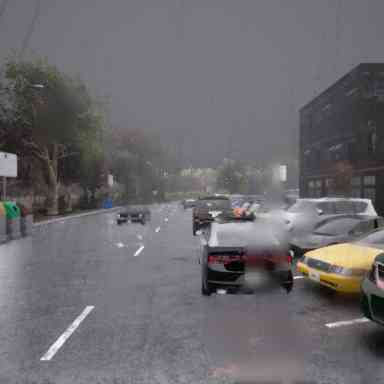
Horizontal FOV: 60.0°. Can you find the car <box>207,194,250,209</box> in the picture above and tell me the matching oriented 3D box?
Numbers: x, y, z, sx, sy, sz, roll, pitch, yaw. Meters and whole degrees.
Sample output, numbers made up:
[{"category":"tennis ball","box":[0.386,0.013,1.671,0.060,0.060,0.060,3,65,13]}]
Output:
[{"category":"car","box":[5.187,1.330,47.160,5.566,2.045,2.435,1,0,-20]}]

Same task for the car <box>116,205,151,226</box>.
[{"category":"car","box":[-4.108,1.632,23.930,1.895,1.301,4.718,0,0,0]}]

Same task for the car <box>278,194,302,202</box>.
[{"category":"car","box":[23.616,1.440,80.383,2.435,2.045,5.566,0,-1,-22]}]

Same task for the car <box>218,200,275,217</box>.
[{"category":"car","box":[5.238,1.538,32.122,5.008,1.535,2.097,1,0,-20]}]

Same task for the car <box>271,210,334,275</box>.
[{"category":"car","box":[5.269,1.523,11.085,4.792,1.488,2.163,1,0,-20]}]

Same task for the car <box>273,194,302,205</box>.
[{"category":"car","box":[18.077,1.384,63.214,2.435,2.045,5.566,0,1,-22]}]

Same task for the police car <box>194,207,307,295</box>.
[{"category":"police car","box":[1.145,1.431,8.892,1.930,1.638,5.238,0,0,0]}]

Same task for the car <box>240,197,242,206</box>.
[{"category":"car","box":[5.248,1.382,20.101,4.553,1.767,2.185,1,0,-20]}]

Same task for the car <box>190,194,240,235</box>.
[{"category":"car","box":[1.119,1.245,18.813,2.150,2.045,5.566,0,0,0]}]

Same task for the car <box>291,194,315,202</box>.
[{"category":"car","box":[26.676,1.441,80.434,2.435,2.045,5.566,1,-1,-22]}]

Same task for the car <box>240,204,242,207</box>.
[{"category":"car","box":[5.261,1.532,17.086,4.792,1.488,2.163,1,0,-20]}]

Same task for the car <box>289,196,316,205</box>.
[{"category":"car","box":[20.991,1.666,63.342,2.163,1.488,4.792,0,1,-22]}]

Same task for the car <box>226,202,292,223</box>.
[{"category":"car","box":[5.266,1.562,26.110,4.674,1.452,2.002,1,0,-20]}]

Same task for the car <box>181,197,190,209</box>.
[{"category":"car","box":[-0.203,1.619,46.323,1.812,1.442,4.674,0,0,0]}]

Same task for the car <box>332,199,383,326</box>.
[{"category":"car","box":[5.299,1.236,5.070,5.566,2.045,2.435,1,0,-20]}]

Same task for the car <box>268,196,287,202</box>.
[{"category":"car","box":[20.593,1.719,80.285,2.163,1.488,4.792,0,-1,-22]}]

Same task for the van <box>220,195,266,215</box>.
[{"category":"van","box":[5.344,1.323,35.168,4.442,1.987,1.878,1,0,-20]}]

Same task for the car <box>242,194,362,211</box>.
[{"category":"car","box":[5.269,1.246,14.087,5.566,2.045,2.435,1,0,-20]}]

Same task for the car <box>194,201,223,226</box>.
[{"category":"car","box":[1.101,1.512,24.783,1.882,1.535,5.008,0,0,0]}]

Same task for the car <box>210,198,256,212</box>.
[{"category":"car","box":[5.027,1.558,41.065,5.366,1.575,1.946,1,0,-20]}]
